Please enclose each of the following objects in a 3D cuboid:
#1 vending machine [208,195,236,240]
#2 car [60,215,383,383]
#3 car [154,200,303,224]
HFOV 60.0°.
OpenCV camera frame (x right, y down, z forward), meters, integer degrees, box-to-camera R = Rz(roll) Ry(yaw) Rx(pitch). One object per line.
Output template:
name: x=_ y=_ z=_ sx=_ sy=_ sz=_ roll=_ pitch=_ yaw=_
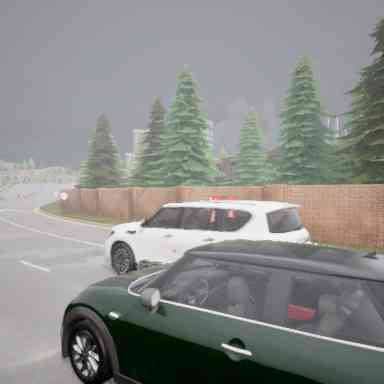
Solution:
vending machine: x=1.475 y=1.195 z=16.327 sx=0.880 sy=2.100 sz=1.100 roll=0 pitch=0 yaw=42
car: x=0.508 y=1.352 z=3.842 sx=4.553 sy=1.767 sz=2.097 roll=0 pitch=0 yaw=36
car: x=0.174 y=1.224 z=8.470 sx=5.566 sy=2.045 sz=2.150 roll=0 pitch=0 yaw=38
